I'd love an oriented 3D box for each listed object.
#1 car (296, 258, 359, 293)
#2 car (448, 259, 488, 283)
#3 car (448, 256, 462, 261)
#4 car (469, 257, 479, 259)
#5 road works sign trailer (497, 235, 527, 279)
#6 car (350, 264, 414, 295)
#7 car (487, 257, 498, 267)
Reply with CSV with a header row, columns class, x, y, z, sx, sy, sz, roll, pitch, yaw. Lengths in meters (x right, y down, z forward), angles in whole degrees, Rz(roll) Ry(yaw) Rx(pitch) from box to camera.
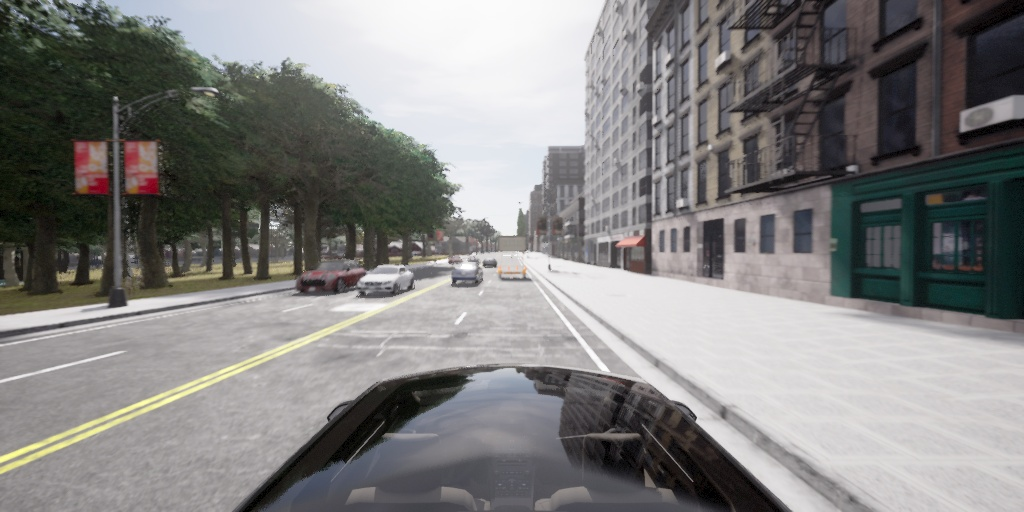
class,x,y,z,sx,sy,sz,roll,pitch,yaw
car,-9.842,1.025,19.901,2.097,1.767,4.553,0,1,0
car,-3.143,1.161,25.841,2.033,1.411,5.357,0,1,0
car,-9.763,0.681,61.759,1.882,1.535,5.008,0,1,1
car,-6.516,0.821,60.396,1.895,1.301,4.718,0,1,1
road works sign trailer,0.009,0.031,29.943,2.380,3.560,2.880,0,0,0
car,-6.599,1.204,19.259,1.812,1.442,4.674,0,1,0
car,-3.135,0.885,51.692,1.994,1.385,4.181,0,1,0
